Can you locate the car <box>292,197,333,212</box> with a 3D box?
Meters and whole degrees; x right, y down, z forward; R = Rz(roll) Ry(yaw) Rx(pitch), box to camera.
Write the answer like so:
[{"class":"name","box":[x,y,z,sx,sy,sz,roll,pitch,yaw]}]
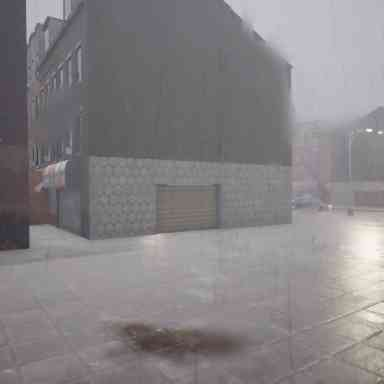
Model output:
[{"class":"car","box":[12.338,1.290,35.057,2.128,1.511,4.902,-1,1,-35]}]
